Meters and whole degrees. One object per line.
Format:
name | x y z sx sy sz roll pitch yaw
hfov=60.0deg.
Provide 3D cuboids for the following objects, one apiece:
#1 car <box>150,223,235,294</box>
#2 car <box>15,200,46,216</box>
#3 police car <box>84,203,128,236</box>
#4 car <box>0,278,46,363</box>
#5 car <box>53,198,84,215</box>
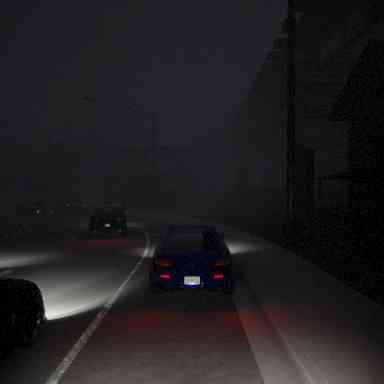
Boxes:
car | 0.003 1.525 8.650 1.812 1.442 4.674 0 0 0
car | -15.648 1.505 32.179 1.837 1.490 4.892 1 -1 -41
police car | -4.648 1.425 18.638 1.930 1.638 5.238 0 0 -12
car | -3.305 1.564 3.600 1.994 1.385 4.181 0 0 0
car | -12.497 1.352 33.793 2.097 1.767 4.553 0 0 -40
